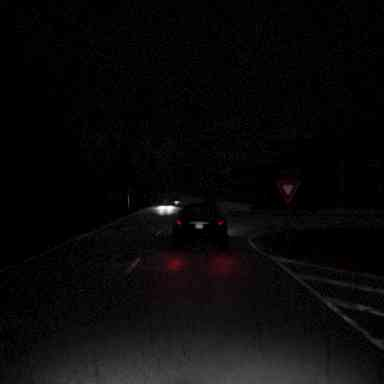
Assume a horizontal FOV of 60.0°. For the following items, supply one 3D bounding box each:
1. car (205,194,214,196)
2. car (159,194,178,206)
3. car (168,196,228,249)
[{"bbox_3d":[3.039,1.019,57.653,1.816,1.474,4.193,-6,1,-2],"label":"car"},{"bbox_3d":[-3.525,1.136,46.930,2.128,1.511,4.902,0,0,0],"label":"car"},{"bbox_3d":[0.463,1.244,14.201,2.097,1.767,4.553,0,0,5],"label":"car"}]
